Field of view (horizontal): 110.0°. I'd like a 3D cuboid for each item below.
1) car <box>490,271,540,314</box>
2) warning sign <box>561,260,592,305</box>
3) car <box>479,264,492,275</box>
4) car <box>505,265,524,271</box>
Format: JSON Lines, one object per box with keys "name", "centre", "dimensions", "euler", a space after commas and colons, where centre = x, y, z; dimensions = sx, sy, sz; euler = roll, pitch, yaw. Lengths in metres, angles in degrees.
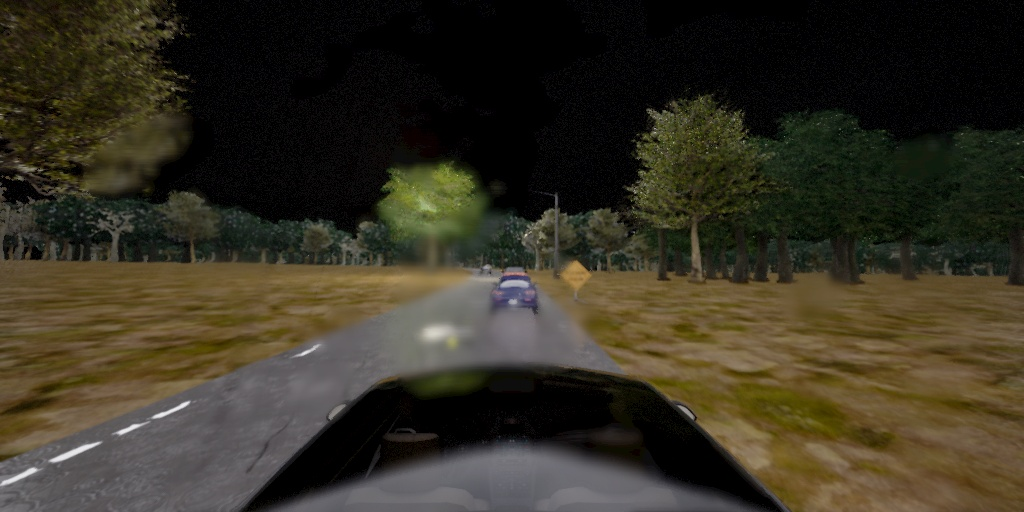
{"name": "car", "centre": [0.147, 1.503, 14.838], "dimensions": [1.812, 1.442, 4.674], "euler": [0, -1, 1]}
{"name": "warning sign", "centre": [2.747, 1.099, 15.138], "dimensions": [1.300, 1.860, 1.060], "euler": [0, 0, 1]}
{"name": "car", "centre": [-4.286, 2.365, 58.430], "dimensions": [1.812, 1.442, 4.674], "euler": [0, -1, -4]}
{"name": "car", "centre": [0.194, 1.603, 29.124], "dimensions": [2.097, 1.767, 4.553], "euler": [0, -1, 0]}
